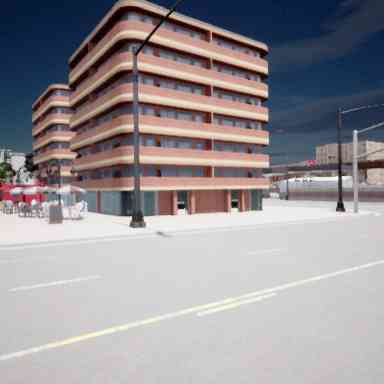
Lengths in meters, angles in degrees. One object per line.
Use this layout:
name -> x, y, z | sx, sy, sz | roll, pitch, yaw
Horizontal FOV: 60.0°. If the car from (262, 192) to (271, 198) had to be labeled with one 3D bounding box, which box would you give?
car -> 18.469, 0.783, 85.983 | 3.806, 1.475, 1.970 | -1, 1, -35
